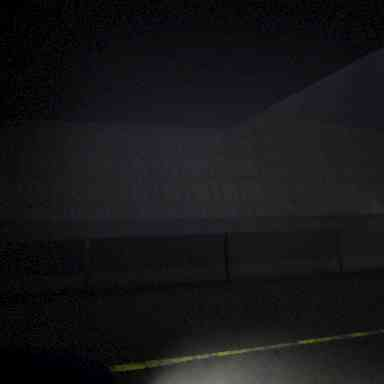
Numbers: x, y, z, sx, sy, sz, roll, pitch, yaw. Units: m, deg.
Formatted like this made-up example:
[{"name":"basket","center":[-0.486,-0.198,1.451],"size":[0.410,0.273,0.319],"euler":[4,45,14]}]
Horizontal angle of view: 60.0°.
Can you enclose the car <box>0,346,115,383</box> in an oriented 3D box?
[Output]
[{"name":"car","center":[-2.757,1.527,1.797],"size":[4.674,1.442,1.812],"euler":[0,0,-16]}]
